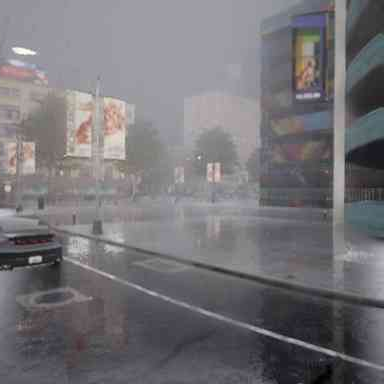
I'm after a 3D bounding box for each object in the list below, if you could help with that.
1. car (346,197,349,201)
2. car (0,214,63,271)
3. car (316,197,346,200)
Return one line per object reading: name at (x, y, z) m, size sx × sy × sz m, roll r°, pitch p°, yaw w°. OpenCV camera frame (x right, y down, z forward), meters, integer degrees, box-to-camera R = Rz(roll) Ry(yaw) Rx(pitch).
car at (23.632, 1.281, 53.834) m, size 4.786 × 1.482 × 2.161 m, roll 0°, pitch 0°, yaw -42°
car at (-5.527, 1.414, 10.002) m, size 1.837 × 1.490 × 4.892 m, roll 0°, pitch 0°, yaw -43°
car at (17.397, 1.207, 42.570) m, size 4.674 × 1.452 × 2.002 m, roll 0°, pitch 0°, yaw -42°
